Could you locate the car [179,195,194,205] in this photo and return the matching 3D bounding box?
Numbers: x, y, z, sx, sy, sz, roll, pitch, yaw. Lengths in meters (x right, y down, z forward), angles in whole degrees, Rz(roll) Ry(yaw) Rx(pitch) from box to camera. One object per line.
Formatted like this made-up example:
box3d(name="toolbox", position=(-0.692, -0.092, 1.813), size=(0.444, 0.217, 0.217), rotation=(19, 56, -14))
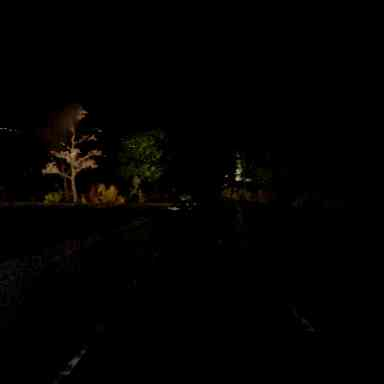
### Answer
box3d(name="car", position=(-1.277, 1.598, 66.554), size=(2.150, 2.045, 5.566), rotation=(-1, 0, 2))
